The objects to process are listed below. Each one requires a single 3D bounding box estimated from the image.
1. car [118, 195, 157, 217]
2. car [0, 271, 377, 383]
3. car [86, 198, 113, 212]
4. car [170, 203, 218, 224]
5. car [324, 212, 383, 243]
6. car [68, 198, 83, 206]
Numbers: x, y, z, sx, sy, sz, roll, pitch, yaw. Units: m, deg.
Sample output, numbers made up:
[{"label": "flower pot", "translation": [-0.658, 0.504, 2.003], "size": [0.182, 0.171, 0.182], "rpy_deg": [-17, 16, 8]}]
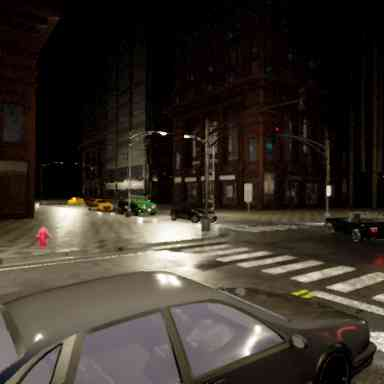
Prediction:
[{"label": "car", "translation": [-5.645, 1.360, 33.872], "size": [2.150, 2.045, 5.566], "rpy_deg": [1, -1, -36]}, {"label": "car", "translation": [-0.415, 1.549, 3.145], "size": [5.357, 1.411, 2.033], "rpy_deg": [0, 0, -35]}, {"label": "car", "translation": [-11.710, 1.663, 42.391], "size": [1.882, 1.535, 5.008], "rpy_deg": [1, -1, -35]}, {"label": "car", "translation": [0.015, 1.620, 25.920], "size": [1.812, 1.442, 4.674], "rpy_deg": [1, -1, -35]}, {"label": "car", "translation": [8.201, 1.633, 16.181], "size": [1.895, 1.301, 4.718], "rpy_deg": [0, 0, 0]}, {"label": "car", "translation": [-21.379, 1.788, 61.307], "size": [1.882, 1.535, 5.008], "rpy_deg": [1, -1, -35]}]
